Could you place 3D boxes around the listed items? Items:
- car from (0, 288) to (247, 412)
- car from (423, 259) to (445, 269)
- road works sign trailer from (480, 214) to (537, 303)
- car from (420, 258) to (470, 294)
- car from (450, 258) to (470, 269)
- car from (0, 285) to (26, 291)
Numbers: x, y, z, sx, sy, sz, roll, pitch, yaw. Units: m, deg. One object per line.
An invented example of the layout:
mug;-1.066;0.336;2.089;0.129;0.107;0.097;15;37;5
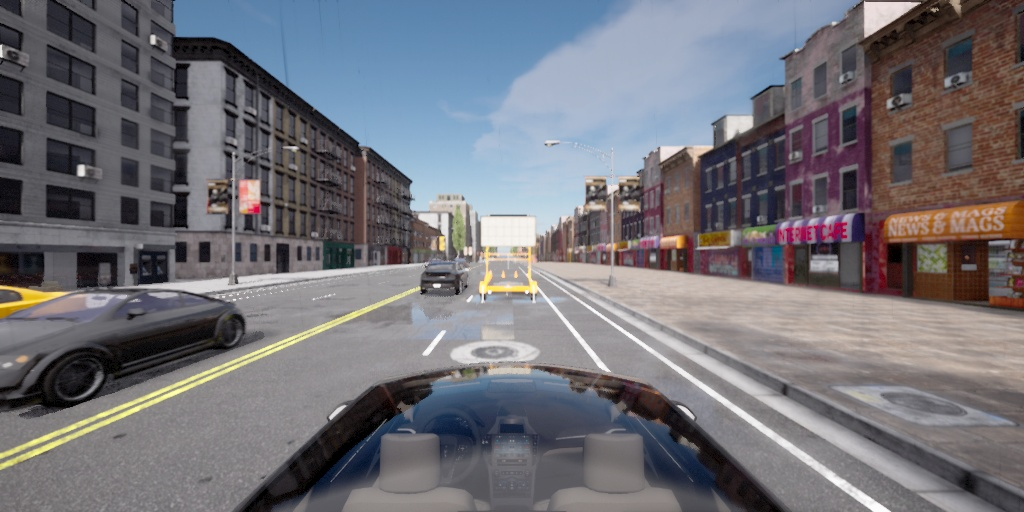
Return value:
car;-6.645;1.248;5.916;1.994;1.385;4.181;0;1;-1
car;-10.361;1.024;48.023;1.895;1.301;4.718;0;0;0
road works sign trailer;-0.155;0.024;15.411;2.380;3.560;2.880;0;0;-1
car;-3.338;1.035;18.255;1.837;1.490;4.892;0;1;-1
car;-7.123;0.972;49.369;2.033;1.411;5.357;0;0;0
car;-9.890;1.168;5.470;1.882;1.535;5.008;0;1;-1
